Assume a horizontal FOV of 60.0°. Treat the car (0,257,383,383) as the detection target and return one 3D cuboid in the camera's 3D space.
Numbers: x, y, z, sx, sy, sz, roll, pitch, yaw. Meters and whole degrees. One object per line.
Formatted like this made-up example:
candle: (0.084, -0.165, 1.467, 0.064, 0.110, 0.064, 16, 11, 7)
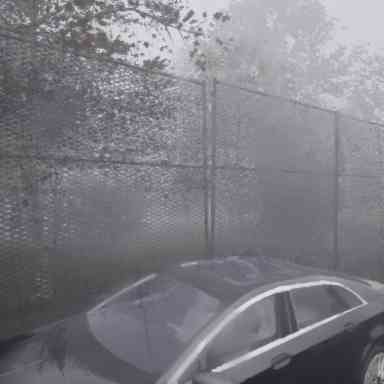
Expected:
car: (0.190, 1.493, 3.203, 4.902, 1.511, 2.128, 0, 0, -35)
